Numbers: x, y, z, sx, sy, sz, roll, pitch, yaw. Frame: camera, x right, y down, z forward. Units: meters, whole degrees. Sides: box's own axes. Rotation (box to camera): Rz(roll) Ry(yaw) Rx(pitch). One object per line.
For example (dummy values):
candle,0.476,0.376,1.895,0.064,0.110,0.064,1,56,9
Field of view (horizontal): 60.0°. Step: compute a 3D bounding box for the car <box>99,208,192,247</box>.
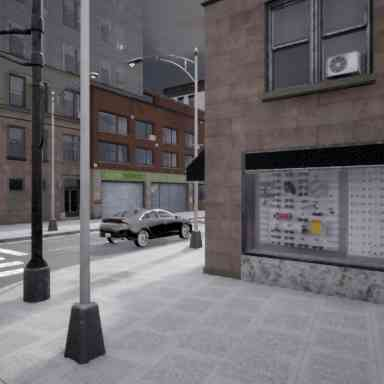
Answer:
car,-1.869,1.459,14.943,2.128,1.511,4.902,0,0,35
